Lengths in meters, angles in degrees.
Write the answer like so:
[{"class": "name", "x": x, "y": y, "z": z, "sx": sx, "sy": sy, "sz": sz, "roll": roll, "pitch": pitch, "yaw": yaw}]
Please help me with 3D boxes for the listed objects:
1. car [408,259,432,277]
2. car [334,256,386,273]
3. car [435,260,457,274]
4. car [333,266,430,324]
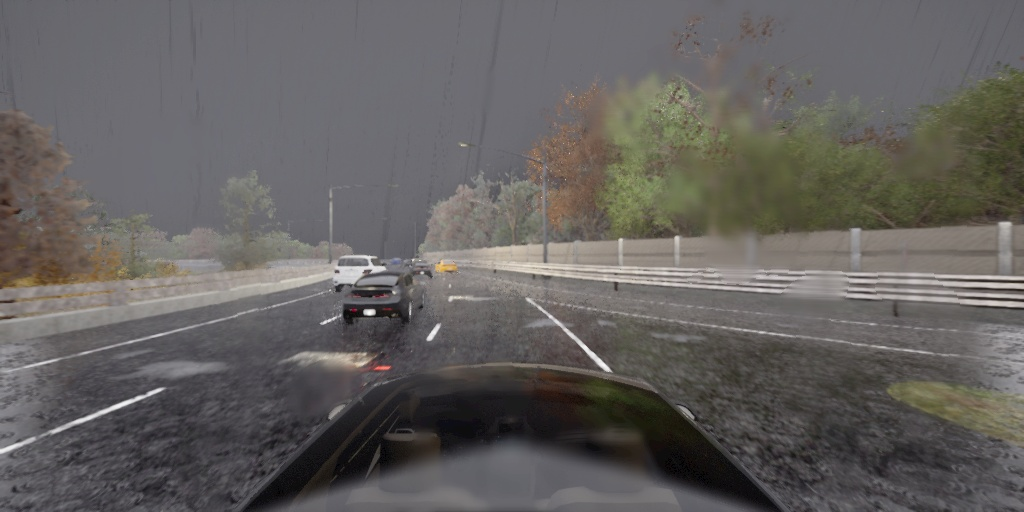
[{"class": "car", "x": -8.804, "y": 1.275, "z": 34.573, "sx": 1.837, "sy": 1.490, "sz": 4.892, "roll": 0, "pitch": 0, "yaw": -17}, {"class": "car", "x": -9.019, "y": 0.999, "z": 21.703, "sx": 2.150, "sy": 2.045, "sz": 5.566, "roll": 0, "pitch": 0, "yaw": -10}, {"class": "car", "x": -7.716, "y": 1.241, "z": 41.654, "sx": 1.882, "sy": 1.535, "sz": 5.008, "roll": 0, "pitch": 0, "yaw": -21}, {"class": "car", "x": -4.095, "y": 1.267, "z": 12.065, "sx": 1.837, "sy": 1.490, "sz": 4.892, "roll": 0, "pitch": 0, "yaw": -6}]
